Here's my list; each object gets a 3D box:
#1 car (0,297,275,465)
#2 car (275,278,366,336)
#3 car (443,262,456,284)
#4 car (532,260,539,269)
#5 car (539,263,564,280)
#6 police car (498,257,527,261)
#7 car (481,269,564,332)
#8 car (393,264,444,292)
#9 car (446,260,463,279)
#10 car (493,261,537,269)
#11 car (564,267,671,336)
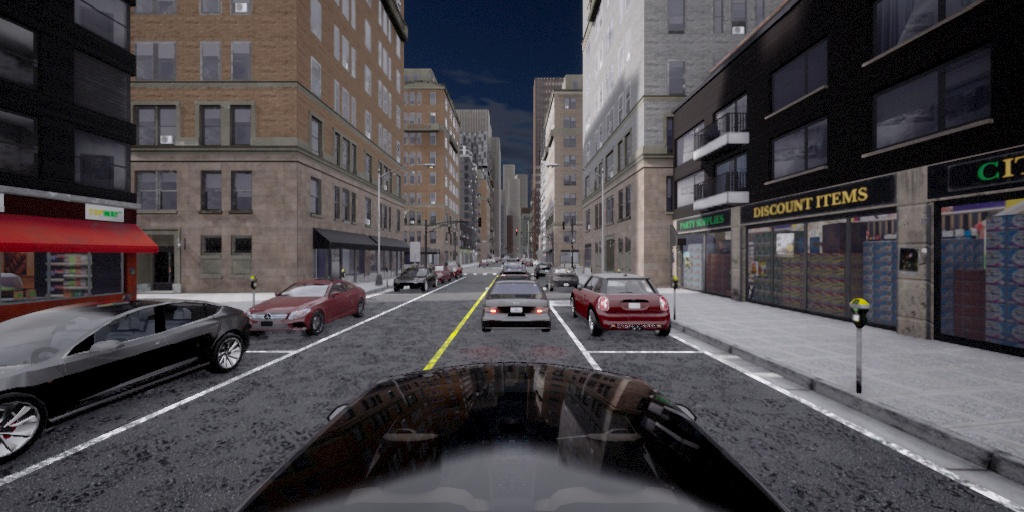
[{"bbox_3d":[-5.663,1.315,4.859,1.948,1.339,4.313,0,0,0],"label":"car"},{"bbox_3d":[-5.648,1.330,10.361,1.802,1.307,4.207,0,0,0],"label":"car"},{"bbox_3d":[-5.604,1.328,26.864,1.802,1.307,4.207,0,0,0],"label":"car"},{"bbox_3d":[2.937,1.312,32.342,1.948,1.339,4.313,0,0,0],"label":"car"},{"bbox_3d":[2.907,1.297,21.340,2.007,1.370,4.403,0,0,0],"label":"car"},{"bbox_3d":[0.076,1.172,31.353,1.930,1.638,5.238,0,0,0],"label":"police car"},{"bbox_3d":[0.119,1.295,10.811,2.033,1.411,5.357,0,0,0],"label":"car"},{"bbox_3d":[-5.618,1.312,21.363,1.948,1.339,4.313,0,0,0],"label":"car"},{"bbox_3d":[-5.588,1.186,32.366,1.967,1.591,4.097,0,0,0],"label":"car"},{"bbox_3d":[0.149,1.238,21.334,2.128,1.511,4.902,0,0,0],"label":"car"},{"bbox_3d":[2.878,1.188,10.337,1.967,1.591,4.097,0,0,0],"label":"car"}]
